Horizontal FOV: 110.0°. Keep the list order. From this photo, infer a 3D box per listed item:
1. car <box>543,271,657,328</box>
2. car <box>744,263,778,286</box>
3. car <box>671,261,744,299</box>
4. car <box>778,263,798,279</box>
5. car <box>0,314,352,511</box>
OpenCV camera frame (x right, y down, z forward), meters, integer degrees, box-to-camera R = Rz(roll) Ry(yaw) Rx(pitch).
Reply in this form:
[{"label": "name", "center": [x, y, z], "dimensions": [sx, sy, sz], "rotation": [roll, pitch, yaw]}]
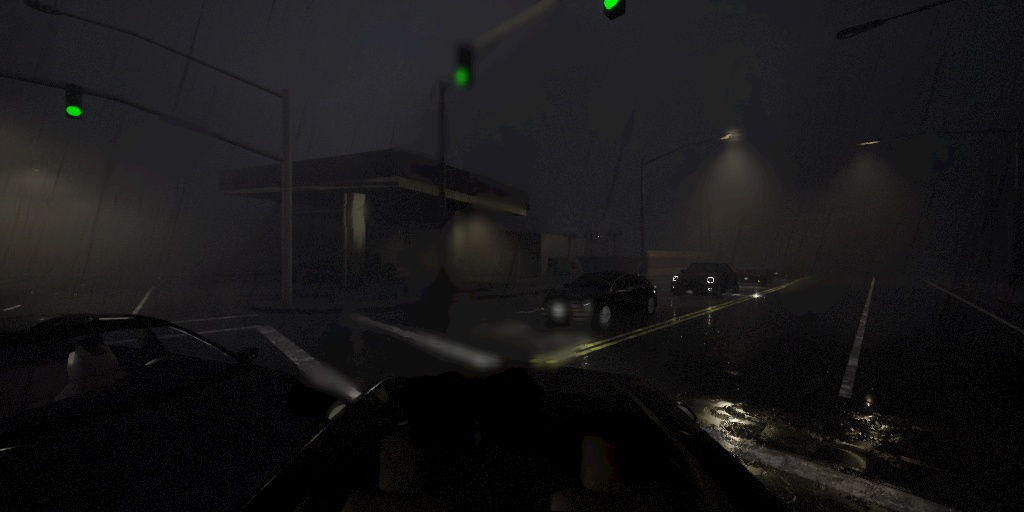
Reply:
[{"label": "car", "center": [3.006, 1.255, 11.584], "dimensions": [4.892, 1.490, 1.837], "rotation": [0, 0, -45]}, {"label": "car", "center": [16.919, 1.314, 25.190], "dimensions": [1.994, 1.385, 4.181], "rotation": [0, 0, 45]}, {"label": "car", "center": [9.918, 1.102, 18.355], "dimensions": [4.553, 1.767, 2.097], "rotation": [0, 0, -44]}, {"label": "car", "center": [24.129, 1.314, 32.166], "dimensions": [4.181, 1.385, 1.994], "rotation": [0, 0, -44]}, {"label": "car", "center": [-3.393, 1.242, 2.634], "dimensions": [4.902, 1.511, 2.128], "rotation": [0, 0, 15]}]
